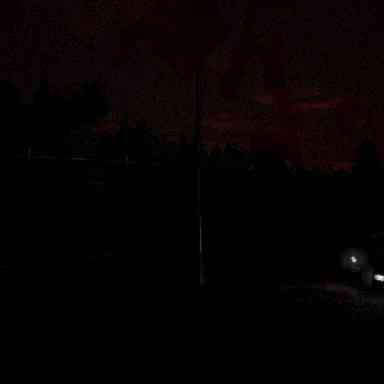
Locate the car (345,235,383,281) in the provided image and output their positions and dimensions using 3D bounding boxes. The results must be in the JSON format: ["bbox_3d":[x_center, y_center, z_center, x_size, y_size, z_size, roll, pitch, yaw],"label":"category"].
[{"bbox_3d":[6.412,1.547,9.049,5.357,1.411,2.033,0,0,-35],"label":"car"}]
